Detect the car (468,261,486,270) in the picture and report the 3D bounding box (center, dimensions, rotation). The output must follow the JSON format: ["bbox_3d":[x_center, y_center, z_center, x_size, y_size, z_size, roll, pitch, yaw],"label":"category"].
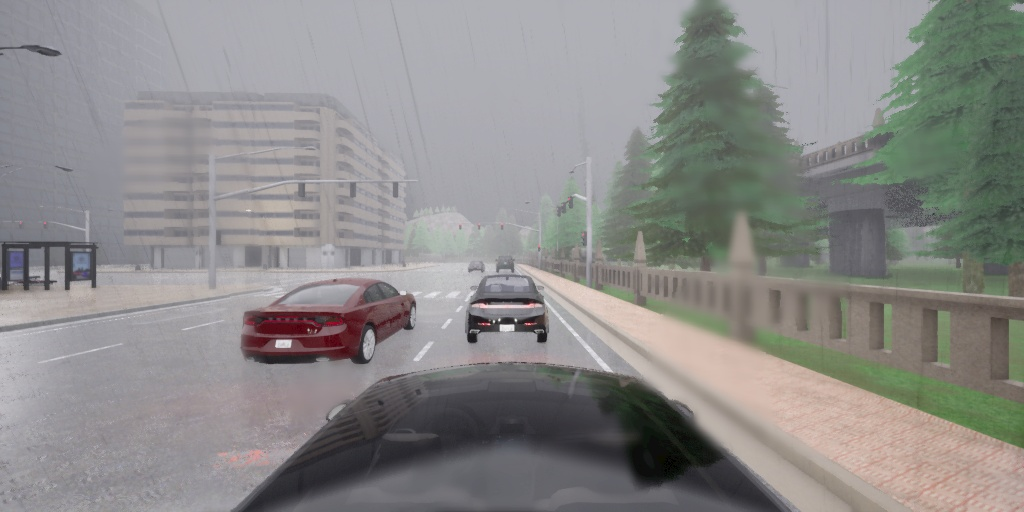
[{"bbox_3d":[-4.359,1.298,44.500,2.033,1.411,5.357,0,0,-1],"label":"car"}]

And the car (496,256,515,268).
[{"bbox_3d":[-0.849,0.971,44.623,2.150,2.045,5.566,0,0,-1],"label":"car"}]

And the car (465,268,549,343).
[{"bbox_3d":[-0.128,1.242,9.667,2.128,1.511,4.902,0,0,-1],"label":"car"}]

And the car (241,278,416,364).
[{"bbox_3d":[-3.596,1.228,8.105,1.882,1.535,5.008,0,0,0],"label":"car"}]
